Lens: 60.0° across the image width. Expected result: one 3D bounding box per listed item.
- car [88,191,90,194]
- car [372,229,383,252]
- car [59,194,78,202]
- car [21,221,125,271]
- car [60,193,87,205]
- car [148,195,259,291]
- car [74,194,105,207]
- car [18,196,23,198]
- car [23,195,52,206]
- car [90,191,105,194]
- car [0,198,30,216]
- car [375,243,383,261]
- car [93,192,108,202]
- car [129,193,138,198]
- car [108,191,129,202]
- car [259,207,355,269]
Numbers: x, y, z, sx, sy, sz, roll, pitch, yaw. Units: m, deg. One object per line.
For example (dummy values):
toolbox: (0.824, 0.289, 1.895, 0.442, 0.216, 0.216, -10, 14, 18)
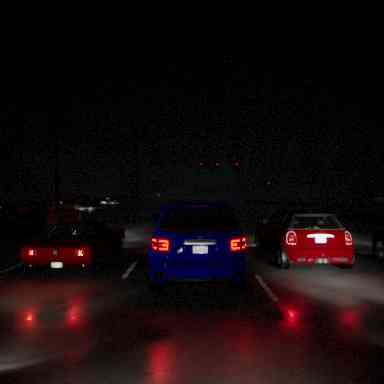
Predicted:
car: (-25.370, 0.801, 84.230, 2.150, 2.045, 5.566, 0, 0, -1)
car: (7.027, 1.478, 9.334, 2.128, 1.511, 4.902, 0, 0, 0)
car: (-25.153, 1.214, 67.922, 2.033, 1.411, 5.357, 0, 0, -1)
car: (-3.479, 1.585, 10.776, 1.895, 1.301, 4.718, 0, 0, 0)
car: (-18.067, 1.322, 51.086, 2.033, 1.411, 5.357, 0, 0, -1)
car: (0.051, 1.208, 9.136, 2.150, 2.045, 5.566, 0, 0, -2)
car: (-14.535, 1.345, 47.541, 2.033, 1.411, 5.357, 0, 0, -1)
car: (-25.052, 1.287, 49.999, 1.837, 1.490, 4.892, 0, 0, 0)
car: (-21.524, 1.364, 46.953, 1.994, 1.385, 4.181, 0, 0, -1)
car: (-21.770, 0.834, 78.710, 2.150, 2.045, 5.566, 0, 0, -1)
car: (-17.869, 1.492, 31.931, 1.895, 1.301, 4.718, 0, 0, -1)
car: (3.596, 1.490, 2.091, 2.128, 1.511, 4.902, 0, 0, 0)
car: (-18.155, 1.198, 68.159, 2.128, 1.511, 4.902, 0, 0, -1)
car: (-14.765, 1.152, 78.277, 2.033, 1.411, 5.357, 0, 0, -1)
car: (-14.651, 0.902, 66.590, 2.150, 2.045, 5.566, 0, 0, 0)
car: (3.516, 1.335, 11.234, 2.097, 1.767, 4.553, 0, 0, 0)
